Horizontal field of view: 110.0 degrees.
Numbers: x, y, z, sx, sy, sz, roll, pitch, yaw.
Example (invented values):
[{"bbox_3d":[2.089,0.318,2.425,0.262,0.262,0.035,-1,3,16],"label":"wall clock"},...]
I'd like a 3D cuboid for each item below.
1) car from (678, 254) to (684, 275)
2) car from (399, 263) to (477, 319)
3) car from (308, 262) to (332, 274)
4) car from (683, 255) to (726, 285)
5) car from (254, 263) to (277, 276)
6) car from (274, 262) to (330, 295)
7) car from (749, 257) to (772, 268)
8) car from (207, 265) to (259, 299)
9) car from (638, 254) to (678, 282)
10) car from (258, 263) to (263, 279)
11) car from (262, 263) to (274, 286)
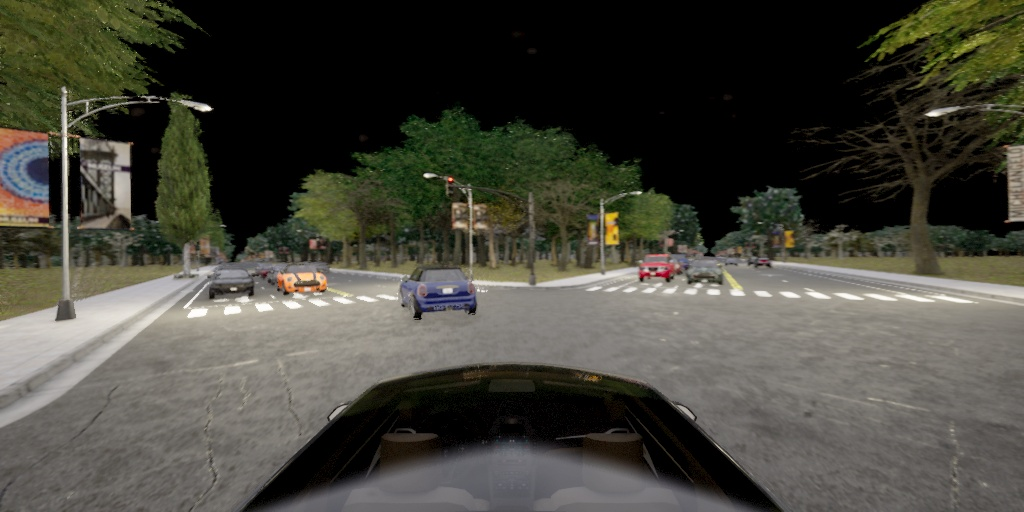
[{"bbox_3d":[16.028,0.987,36.354,2.097,1.767,4.553,-1,0,29],"label":"car"},{"bbox_3d":[-2.899,1.136,13.322,2.097,1.767,4.553,-1,0,-24],"label":"car"},{"bbox_3d":[-26.930,1.607,50.326,2.128,1.511,4.902,-1,0,-38],"label":"car"},{"bbox_3d":[13.226,0.984,24.641,2.097,1.767,4.553,-1,0,29],"label":"car"},{"bbox_3d":[-30.692,1.656,44.544,2.128,1.511,4.902,-1,0,-38],"label":"car"},{"bbox_3d":[-12.536,1.264,21.312,2.097,1.767,4.553,-1,0,-38],"label":"car"},{"bbox_3d":[34.278,0.905,49.189,1.837,1.490,4.892,-1,0,29],"label":"car"},{"bbox_3d":[-15.744,1.432,20.128,1.882,1.535,5.008,-1,0,-40],"label":"car"},{"bbox_3d":[11.333,0.898,27.976,2.150,2.045,5.566,-1,0,28],"label":"car"},{"bbox_3d":[-24.237,1.670,36.269,1.895,1.301,4.718,-1,0,-38],"label":"car"},{"bbox_3d":[-18.182,1.478,28.512,2.128,1.511,4.902,-1,0,-38],"label":"car"}]
